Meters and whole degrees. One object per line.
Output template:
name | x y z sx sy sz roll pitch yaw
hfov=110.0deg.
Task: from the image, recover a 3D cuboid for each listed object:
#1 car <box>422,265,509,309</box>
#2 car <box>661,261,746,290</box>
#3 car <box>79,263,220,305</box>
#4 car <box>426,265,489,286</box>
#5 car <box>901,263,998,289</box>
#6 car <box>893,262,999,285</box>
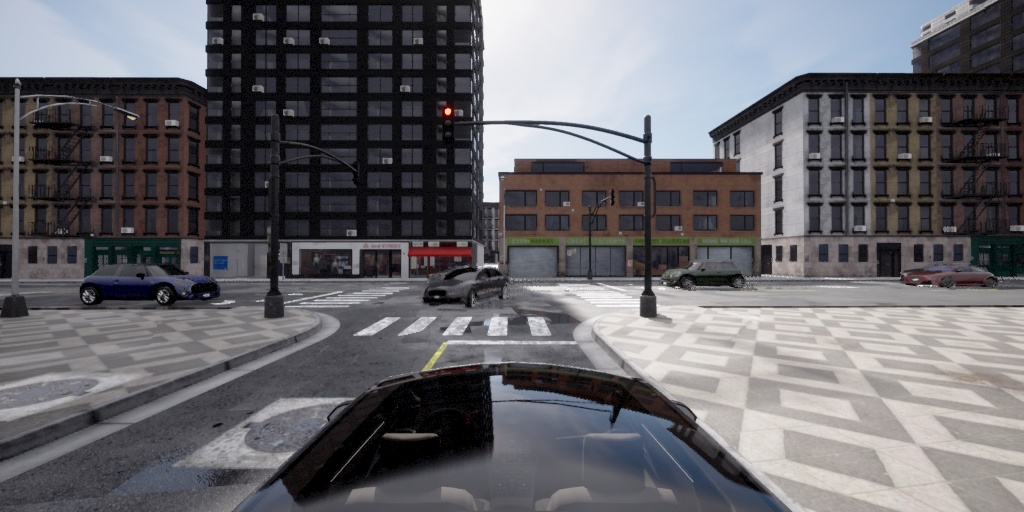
car | -1.694 1.211 14.736 1.837 1.490 4.892 -2 -1 23
car | 11.624 1.090 22.019 4.553 1.767 2.097 0 0 -1
car | -15.217 1.088 15.270 4.553 1.767 2.097 0 0 1
car | -3.751 1.359 25.277 4.181 1.385 1.994 0 0 0
car | 26.893 1.271 22.119 4.181 1.385 1.994 0 0 0
car | 30.588 1.218 25.377 4.902 1.511 2.128 0 0 0
